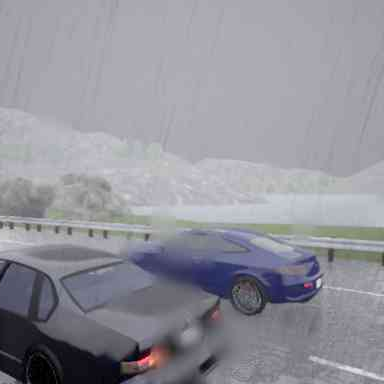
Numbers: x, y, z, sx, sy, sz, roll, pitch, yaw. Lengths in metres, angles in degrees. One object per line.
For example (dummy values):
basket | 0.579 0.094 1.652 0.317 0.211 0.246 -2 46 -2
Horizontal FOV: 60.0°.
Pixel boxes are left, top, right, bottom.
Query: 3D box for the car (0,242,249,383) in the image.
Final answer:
car | -2.124 1.508 4.767 5.357 1.411 2.033 0 1 33

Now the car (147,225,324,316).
car | 0.370 1.458 7.288 4.674 1.442 1.812 0 1 33
